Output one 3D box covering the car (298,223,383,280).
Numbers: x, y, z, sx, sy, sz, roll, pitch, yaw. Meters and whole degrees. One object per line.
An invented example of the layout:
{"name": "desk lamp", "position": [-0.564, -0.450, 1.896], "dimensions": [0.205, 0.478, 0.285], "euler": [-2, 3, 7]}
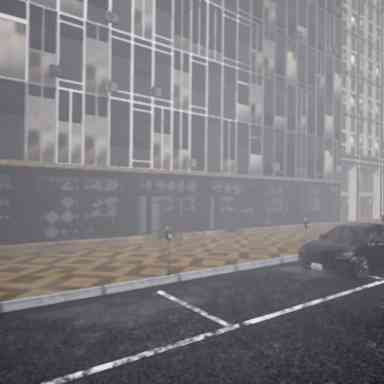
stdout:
{"name": "car", "position": [5.139, 1.650, 10.223], "dimensions": [4.313, 1.339, 1.947], "euler": [1, 0, -36]}
